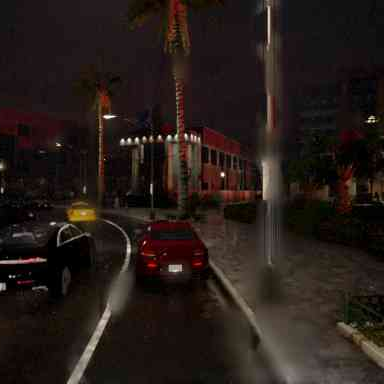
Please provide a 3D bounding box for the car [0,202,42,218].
[{"bbox_3d":[-8.584,1.471,15.303,1.882,1.535,5.008,0,0,-13],"label":"car"}]

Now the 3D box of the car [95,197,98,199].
[{"bbox_3d":[-26.644,1.554,85.529,4.718,1.301,1.895,0,0,24],"label":"car"}]

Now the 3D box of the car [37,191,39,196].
[{"bbox_3d":[-33.931,1.226,68.961,4.553,1.767,2.185,0,0,24],"label":"car"}]

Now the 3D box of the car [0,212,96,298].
[{"bbox_3d":[-3.724,1.488,8.368,2.128,1.511,4.902,0,0,-6],"label":"car"}]

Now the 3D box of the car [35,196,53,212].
[{"bbox_3d":[-17.844,1.533,38.161,5.357,1.411,2.033,0,0,44],"label":"car"}]

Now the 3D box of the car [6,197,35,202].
[{"bbox_3d":[-17.091,1.477,32.062,2.128,1.511,4.902,0,0,-38],"label":"car"}]

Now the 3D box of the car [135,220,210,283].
[{"bbox_3d":[-0.665,1.525,9.662,1.812,1.442,4.674,0,0,-7],"label":"car"}]

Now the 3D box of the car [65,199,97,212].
[{"bbox_3d":[-8.330,1.450,24.572,1.801,1.575,5.366,0,0,-25],"label":"car"}]
